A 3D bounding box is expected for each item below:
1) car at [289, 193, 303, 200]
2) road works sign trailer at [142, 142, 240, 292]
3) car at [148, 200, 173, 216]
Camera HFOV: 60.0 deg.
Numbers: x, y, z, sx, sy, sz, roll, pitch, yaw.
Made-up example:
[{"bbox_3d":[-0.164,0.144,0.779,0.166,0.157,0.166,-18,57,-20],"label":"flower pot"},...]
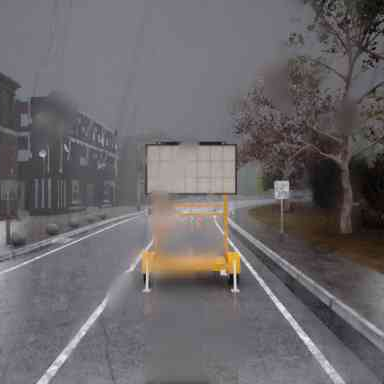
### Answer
[{"bbox_3d":[22.892,0.957,74.874,4.902,1.511,2.128,-2,0,-32],"label":"car"},{"bbox_3d":[-0.019,0.467,8.909,2.380,3.560,2.880,0,0,0],"label":"road works sign trailer"},{"bbox_3d":[-3.032,1.503,32.501,2.128,1.511,4.902,0,0,5],"label":"car"}]
